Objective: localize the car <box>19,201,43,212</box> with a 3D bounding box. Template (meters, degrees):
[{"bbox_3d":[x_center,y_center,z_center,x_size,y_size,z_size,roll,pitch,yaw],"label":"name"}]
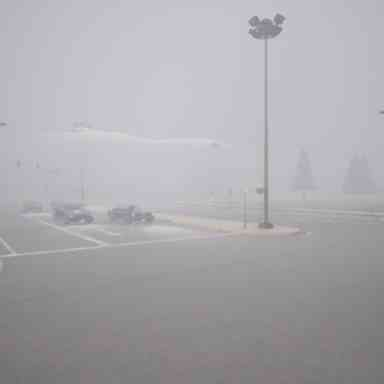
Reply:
[{"bbox_3d":[-18.859,1.662,38.930,1.895,1.301,4.718,0,0,-35],"label":"car"}]

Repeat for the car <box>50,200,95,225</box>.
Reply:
[{"bbox_3d":[-8.877,1.542,24.546,2.033,1.411,5.357,0,0,-35],"label":"car"}]

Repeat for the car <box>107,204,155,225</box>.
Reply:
[{"bbox_3d":[-4.554,1.593,24.480,1.895,1.301,4.718,0,0,-35],"label":"car"}]
